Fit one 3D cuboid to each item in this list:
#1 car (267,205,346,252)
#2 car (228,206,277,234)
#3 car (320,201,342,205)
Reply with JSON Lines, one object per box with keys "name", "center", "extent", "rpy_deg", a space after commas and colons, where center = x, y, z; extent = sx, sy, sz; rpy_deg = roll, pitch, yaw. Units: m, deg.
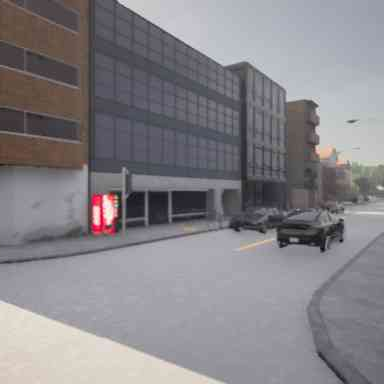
{"name": "car", "center": [5.132, 1.507, 14.095], "extent": [1.837, 1.490, 4.892], "rpy_deg": [0, 0, 36]}
{"name": "car", "center": [4.169, 1.552, 19.883], "extent": [2.033, 1.411, 5.357], "rpy_deg": [0, 0, 35]}
{"name": "car", "center": [14.143, 1.569, 33.876], "extent": [1.994, 1.385, 4.181], "rpy_deg": [0, 0, 36]}
